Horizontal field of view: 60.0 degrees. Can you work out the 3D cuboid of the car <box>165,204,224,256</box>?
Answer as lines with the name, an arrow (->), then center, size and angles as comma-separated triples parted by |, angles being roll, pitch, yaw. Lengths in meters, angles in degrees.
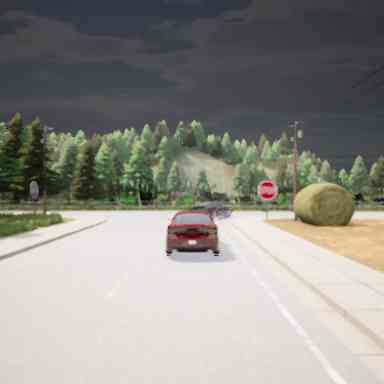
car -> 0.032, 1.459, 13.137 | 1.882, 1.535, 5.008 | 0, 0, 0

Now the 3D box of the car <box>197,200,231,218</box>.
car -> 1.625, 1.461, 27.386 | 1.837, 1.490, 4.892 | -1, 0, 29
